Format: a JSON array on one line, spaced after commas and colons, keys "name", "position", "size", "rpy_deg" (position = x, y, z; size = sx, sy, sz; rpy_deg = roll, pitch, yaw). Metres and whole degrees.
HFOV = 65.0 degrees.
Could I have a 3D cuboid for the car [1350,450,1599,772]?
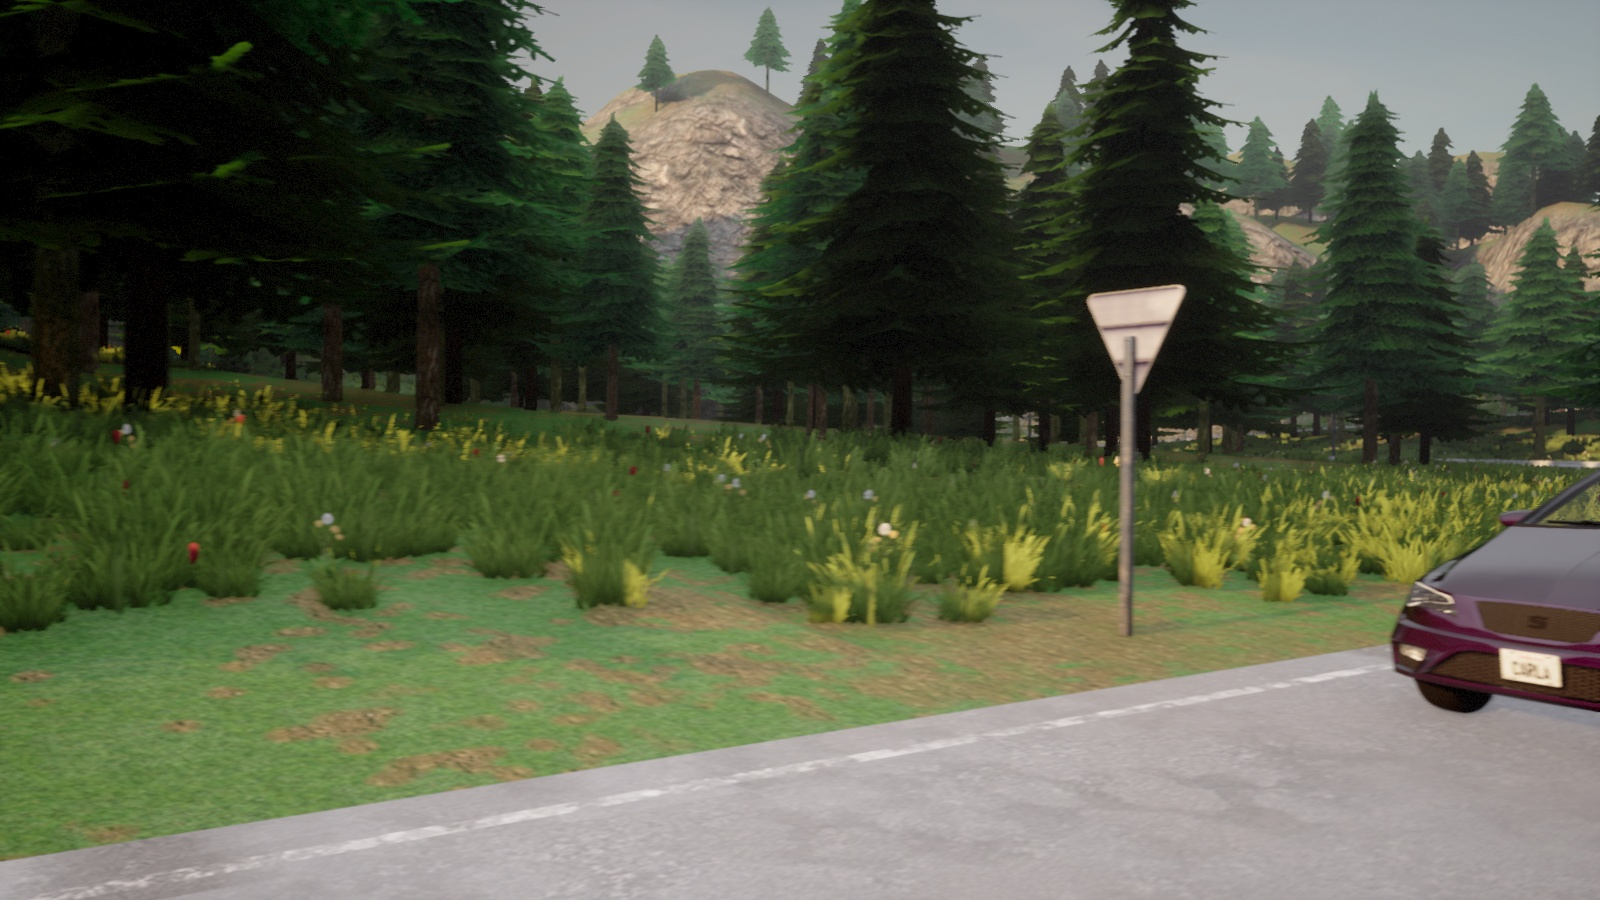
[{"name": "car", "position": [5.247, 0.749, 7.299], "size": [4.193, 1.474, 1.816], "rpy_deg": [0, 1, -35]}]
